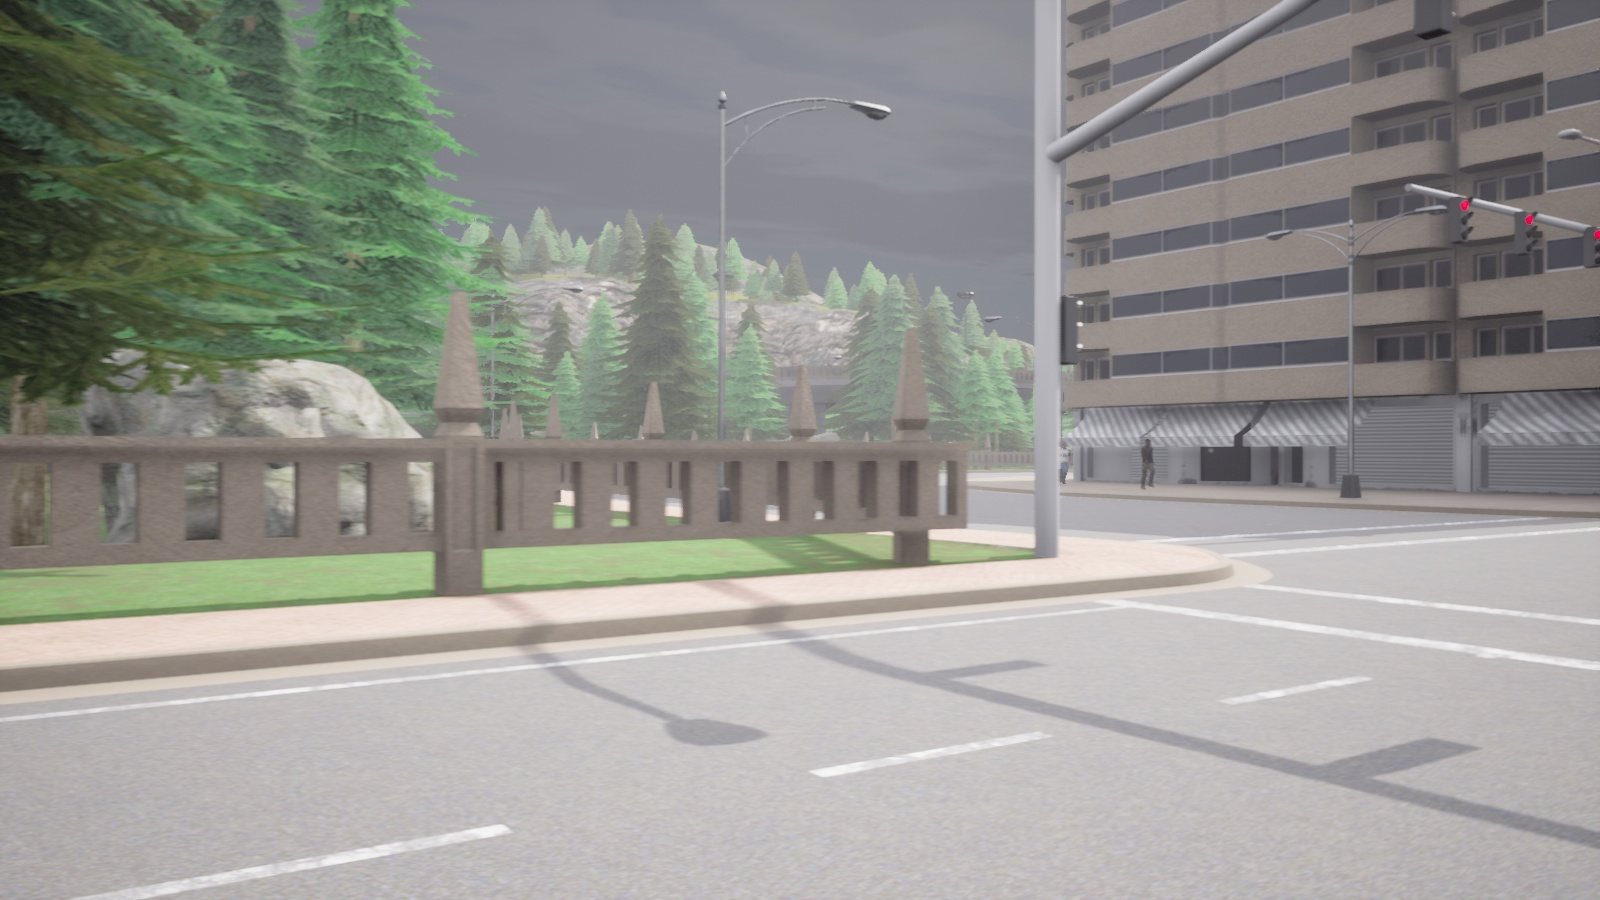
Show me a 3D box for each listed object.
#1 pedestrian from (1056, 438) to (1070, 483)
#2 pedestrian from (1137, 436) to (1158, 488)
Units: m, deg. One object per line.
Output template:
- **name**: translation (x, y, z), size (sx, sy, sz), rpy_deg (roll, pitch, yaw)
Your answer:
- **pedestrian**: translation (10.895, 0.446, 51.938), size (0.354, 1.836, 0.706), rpy_deg (0, 0, -7)
- **pedestrian**: translation (12.317, 0.425, 44.511), size (0.431, 1.840, 0.703), rpy_deg (0, 0, -17)
